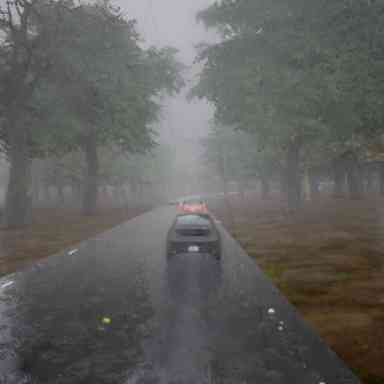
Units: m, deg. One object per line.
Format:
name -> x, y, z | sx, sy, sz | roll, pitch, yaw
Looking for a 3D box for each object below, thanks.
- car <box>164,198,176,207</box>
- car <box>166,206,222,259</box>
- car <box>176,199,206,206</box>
car -> -3.080, 1.557, 50.881 | 1.994, 1.385, 4.181 | 0, 0, 0
car -> 0.070, 1.511, 12.680 | 1.837, 1.490, 4.892 | 0, 0, 0
car -> 0.067, 1.358, 27.738 | 2.097, 1.767, 4.553 | 0, 0, 0
